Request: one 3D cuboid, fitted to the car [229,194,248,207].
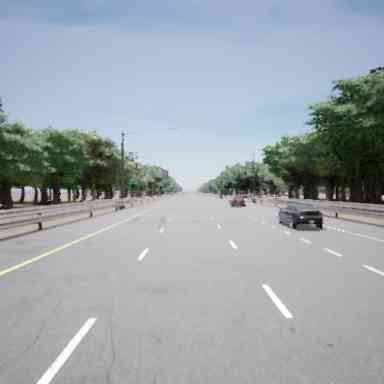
[{"bbox_3d":[6.985,1.341,52.101,2.097,1.767,4.553,0,0,0],"label":"car"}]

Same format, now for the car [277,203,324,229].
[{"bbox_3d":[6.993,1.503,21.827,1.837,1.490,4.892,0,0,0],"label":"car"}]
